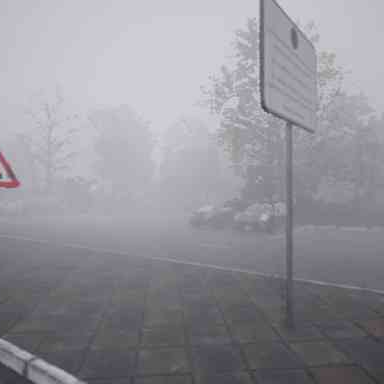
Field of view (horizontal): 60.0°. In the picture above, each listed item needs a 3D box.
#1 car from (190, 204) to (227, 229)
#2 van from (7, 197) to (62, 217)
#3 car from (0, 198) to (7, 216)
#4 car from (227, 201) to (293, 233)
[{"bbox_3d":[1.647,1.512,21.346,2.002,1.452,4.674,0,0,35],"label":"car"},{"bbox_3d":[-15.432,1.437,33.214,1.878,1.987,4.442,-1,-1,35],"label":"van"},{"bbox_3d":[-17.543,1.714,35.063,1.946,1.575,5.366,-1,-1,35],"label":"car"},{"bbox_3d":[4.269,1.338,19.563,2.185,1.767,4.553,0,0,35],"label":"car"}]
